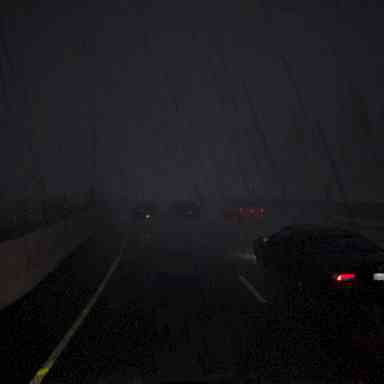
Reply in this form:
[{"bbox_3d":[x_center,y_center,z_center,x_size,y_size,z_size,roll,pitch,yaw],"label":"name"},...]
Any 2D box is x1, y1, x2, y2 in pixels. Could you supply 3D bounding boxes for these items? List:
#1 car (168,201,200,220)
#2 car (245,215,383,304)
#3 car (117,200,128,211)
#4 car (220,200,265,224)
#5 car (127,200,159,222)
[{"bbox_3d":[-0.806,1.486,28.695,1.882,1.535,5.008,0,0,-15],"label":"car"},{"bbox_3d":[3.083,1.541,8.355,2.033,1.411,5.357,0,0,-5],"label":"car"},{"bbox_3d":[-8.463,1.633,42.235,1.895,1.301,4.718,0,0,-17],"label":"car"},{"bbox_3d":[3.702,1.347,25.188,2.097,1.767,4.553,0,0,-14],"label":"car"},{"bbox_3d":[-3.816,1.519,26.409,1.837,1.490,4.892,0,-1,-15],"label":"car"}]
